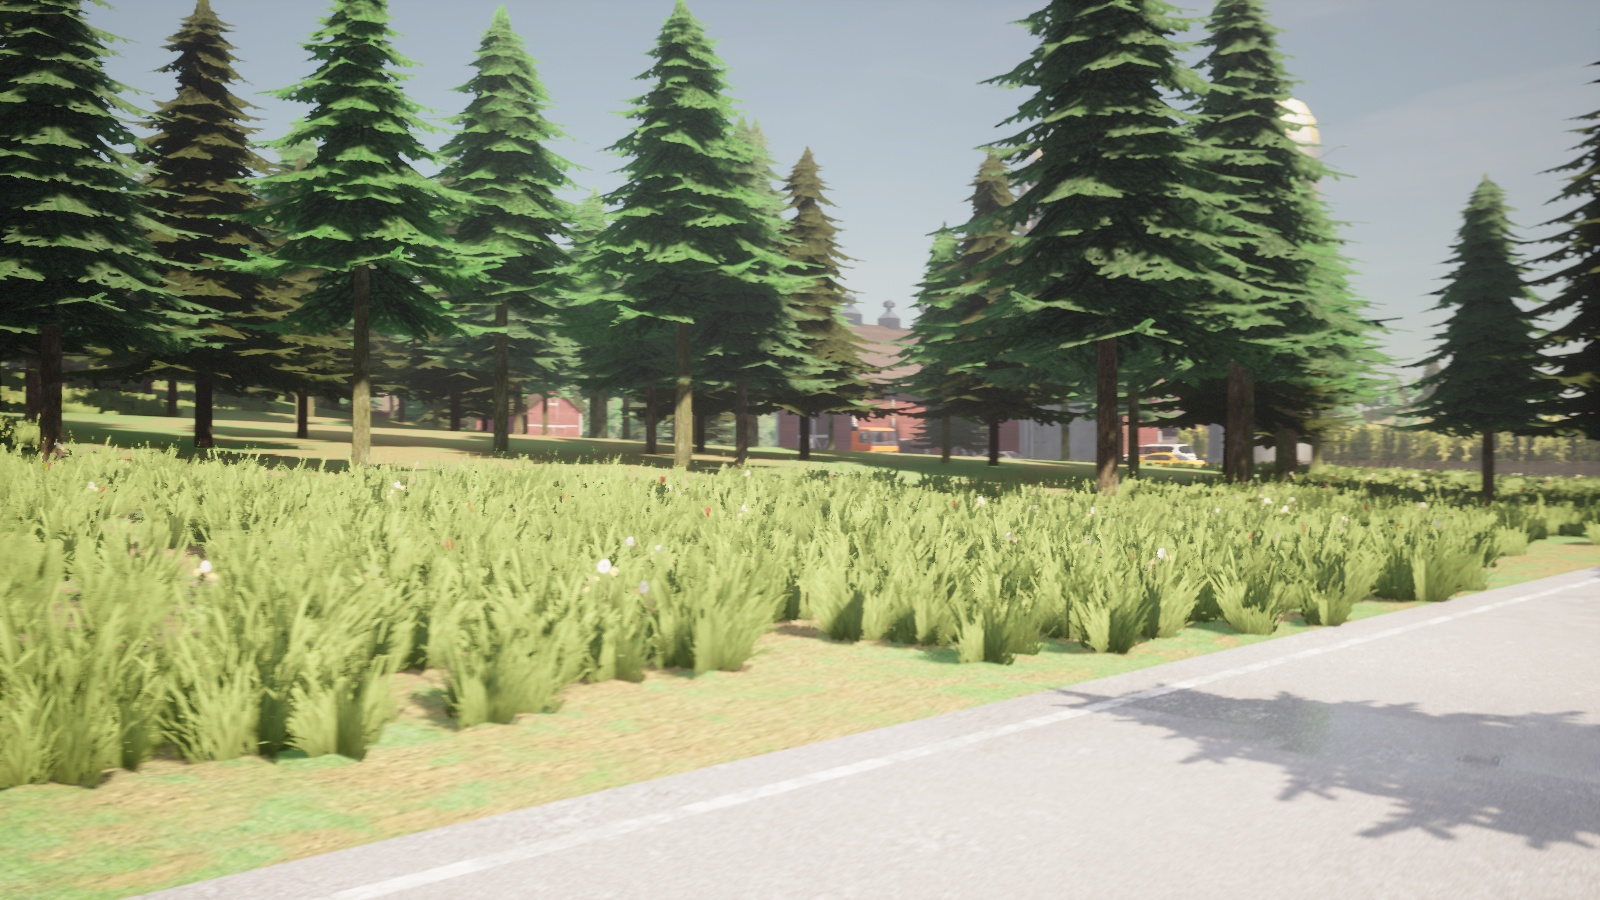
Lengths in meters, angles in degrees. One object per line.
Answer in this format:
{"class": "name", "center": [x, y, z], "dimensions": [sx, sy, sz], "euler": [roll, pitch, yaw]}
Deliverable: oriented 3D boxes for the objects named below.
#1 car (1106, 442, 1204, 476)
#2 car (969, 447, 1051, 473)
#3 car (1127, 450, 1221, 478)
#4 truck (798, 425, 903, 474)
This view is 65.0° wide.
{"class": "car", "center": [22.153, 0.567, 78.575], "dimensions": [2.150, 2.045, 5.566], "euler": [0, 0, -44]}
{"class": "car", "center": [13.723, 0.669, 82.329], "dimensions": [2.152, 1.651, 5.027], "euler": [0, 0, -44]}
{"class": "car", "center": [21.930, 0.807, 73.743], "dimensions": [1.882, 1.535, 5.008], "euler": [0, 0, -44]}
{"class": "truck", "center": [3.676, -0.016, 92.842], "dimensions": [2.891, 3.462, 7.936], "euler": [0, 0, -44]}
